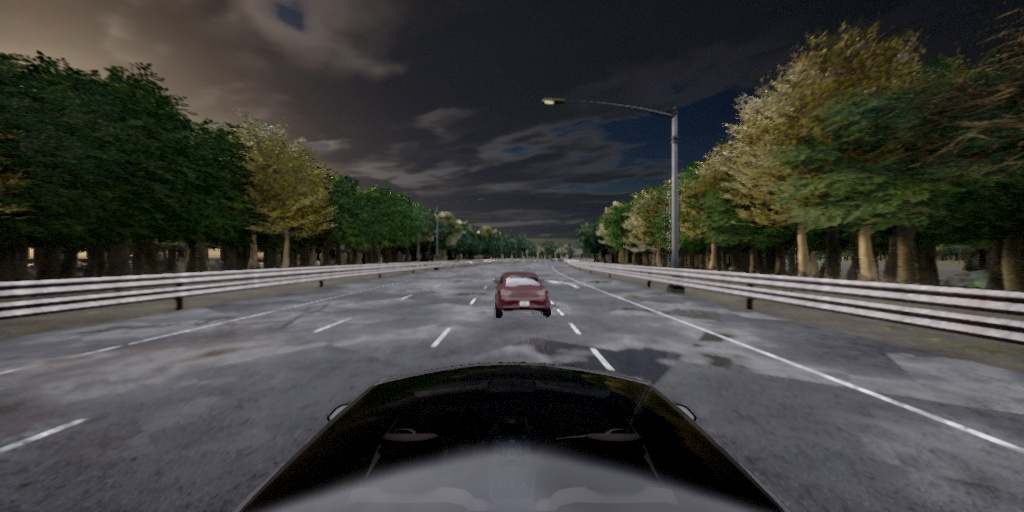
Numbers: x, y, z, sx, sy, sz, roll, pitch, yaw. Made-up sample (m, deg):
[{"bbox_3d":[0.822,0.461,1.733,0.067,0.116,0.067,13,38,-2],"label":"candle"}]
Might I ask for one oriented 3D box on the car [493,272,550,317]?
[{"bbox_3d":[0.302,1.297,13.321,1.812,1.442,4.674,0,0,-2],"label":"car"}]
